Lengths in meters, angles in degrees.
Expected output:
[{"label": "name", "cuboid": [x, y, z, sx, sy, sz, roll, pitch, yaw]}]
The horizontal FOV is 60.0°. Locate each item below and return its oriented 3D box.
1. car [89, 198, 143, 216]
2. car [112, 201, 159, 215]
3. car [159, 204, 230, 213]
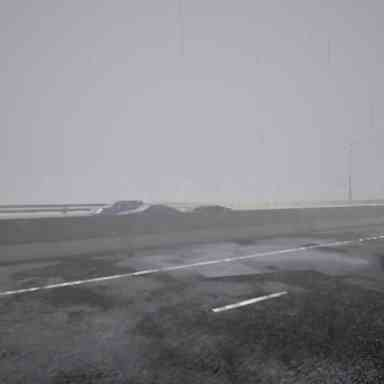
[{"label": "car", "cuboid": [-5.602, 1.387, 25.737, 4.553, 1.767, 2.097, 0, 0, -35]}, {"label": "car", "cuboid": [-2.893, 1.565, 23.365, 4.674, 1.442, 1.812, 0, 0, -35]}, {"label": "car", "cuboid": [0.650, 1.555, 21.575, 4.892, 1.490, 1.837, 1, 0, -35]}]
